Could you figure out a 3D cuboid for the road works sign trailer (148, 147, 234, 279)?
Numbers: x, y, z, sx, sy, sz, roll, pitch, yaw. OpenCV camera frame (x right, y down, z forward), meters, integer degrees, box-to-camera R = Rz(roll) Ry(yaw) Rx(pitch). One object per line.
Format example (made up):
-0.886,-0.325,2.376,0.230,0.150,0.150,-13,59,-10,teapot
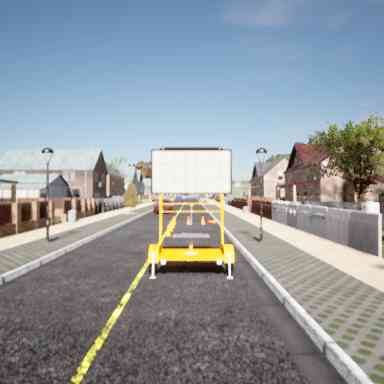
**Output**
-0.015,0.460,10.021,2.380,3.560,2.880,0,0,0,road works sign trailer

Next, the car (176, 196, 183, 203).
-2.960,1.664,76.257,2.033,1.411,5.357,0,0,0,car

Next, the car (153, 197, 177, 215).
-2.943,1.498,34.779,1.882,1.535,5.008,0,0,0,car
